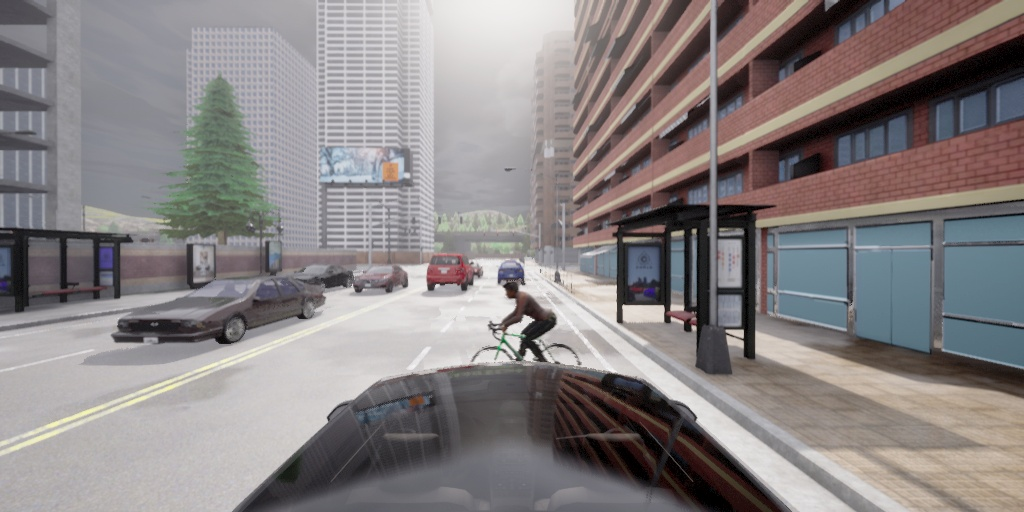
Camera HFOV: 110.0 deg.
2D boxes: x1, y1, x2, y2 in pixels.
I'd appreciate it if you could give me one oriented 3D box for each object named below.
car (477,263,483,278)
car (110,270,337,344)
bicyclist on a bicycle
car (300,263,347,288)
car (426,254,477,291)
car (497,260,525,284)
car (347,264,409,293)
[{"bbox_3d":[-3.619,1.244,32.026,1.895,1.301,4.718,0,0,0],"label":"car"},{"bbox_3d":[-7.158,1.269,9.746,2.033,1.411,5.357,0,0,0],"label":"car"},{"bbox_3d":[0.175,1.182,5.260,1.656,1.620,0.582,-2,0,0],"label":"bicyclist on a bicycle"},{"bbox_3d":[-10.664,1.162,19.922,1.882,1.535,5.008,0,0,0],"label":"car"},{"bbox_3d":[-3.546,0.902,21.308,2.150,2.045,5.566,0,0,0],"label":"car"},{"bbox_3d":[-0.080,1.141,26.312,1.882,1.535,5.008,0,0,-1],"label":"car"},{"bbox_3d":[-7.226,1.209,20.308,1.812,1.442,4.674,0,0,0],"label":"car"}]
